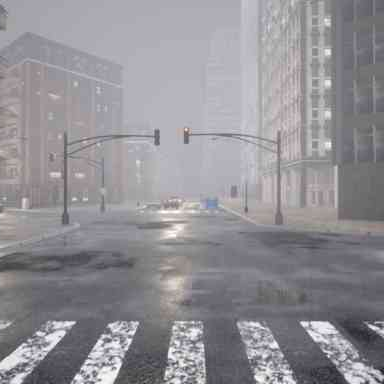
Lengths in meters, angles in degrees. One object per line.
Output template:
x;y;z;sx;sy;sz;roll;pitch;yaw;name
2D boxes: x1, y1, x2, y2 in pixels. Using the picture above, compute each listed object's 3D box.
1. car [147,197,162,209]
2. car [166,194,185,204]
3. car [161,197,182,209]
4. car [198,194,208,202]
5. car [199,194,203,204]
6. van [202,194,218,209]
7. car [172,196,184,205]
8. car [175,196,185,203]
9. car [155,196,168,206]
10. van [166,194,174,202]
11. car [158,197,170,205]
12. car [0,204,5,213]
-5.212;1.570;45.752;1.752;1.417;4.829;0;0;0;car
-2.705;1.415;54.177;2.097;1.767;4.553;0;0;0;car
-2.730;1.644;45.051;1.895;1.301;4.718;0;0;0;car
2.752;1.467;84.773;2.192;1.841;5.009;0;0;0;car
2.717;1.644;68.114;1.887;1.381;4.507;0;0;0;car
2.669;1.386;45.905;1.690;1.788;3.998;0;0;0;van
-2.657;1.580;64.017;2.128;1.511;4.902;0;0;1;car
-2.588;1.669;73.899;1.994;1.385;4.181;0;0;0;car
-5.187;1.510;57.028;1.967;1.590;4.097;0;0;0;car
-5.139;1.474;79.236;1.690;1.788;3.998;0;0;0;van
-5.176;1.650;62.580;1.947;1.339;4.313;0;0;0;car
-23.502;1.718;38.721;4.892;1.490;1.837;-1;-1;41;car
